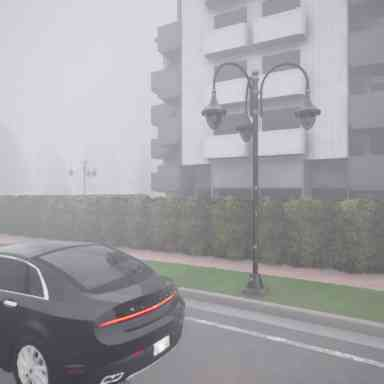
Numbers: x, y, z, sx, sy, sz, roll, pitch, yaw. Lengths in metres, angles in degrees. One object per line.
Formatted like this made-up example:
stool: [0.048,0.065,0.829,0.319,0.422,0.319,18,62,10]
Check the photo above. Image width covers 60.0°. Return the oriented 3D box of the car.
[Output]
car: [-2.423,1.503,4.997,4.892,1.490,1.837,-1,0,31]
